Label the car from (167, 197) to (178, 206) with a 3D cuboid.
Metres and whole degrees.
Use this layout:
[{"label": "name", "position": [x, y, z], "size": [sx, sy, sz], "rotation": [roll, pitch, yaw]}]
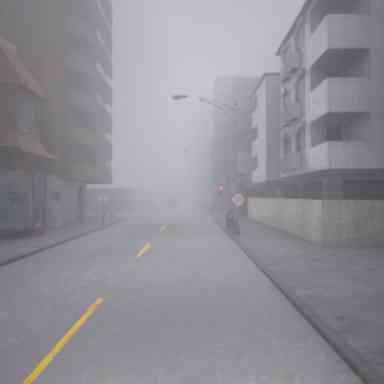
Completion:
[{"label": "car", "position": [-4.088, 2.107, 69.763], "size": [2.150, 2.045, 5.566], "rotation": [0, -1, 0]}]
